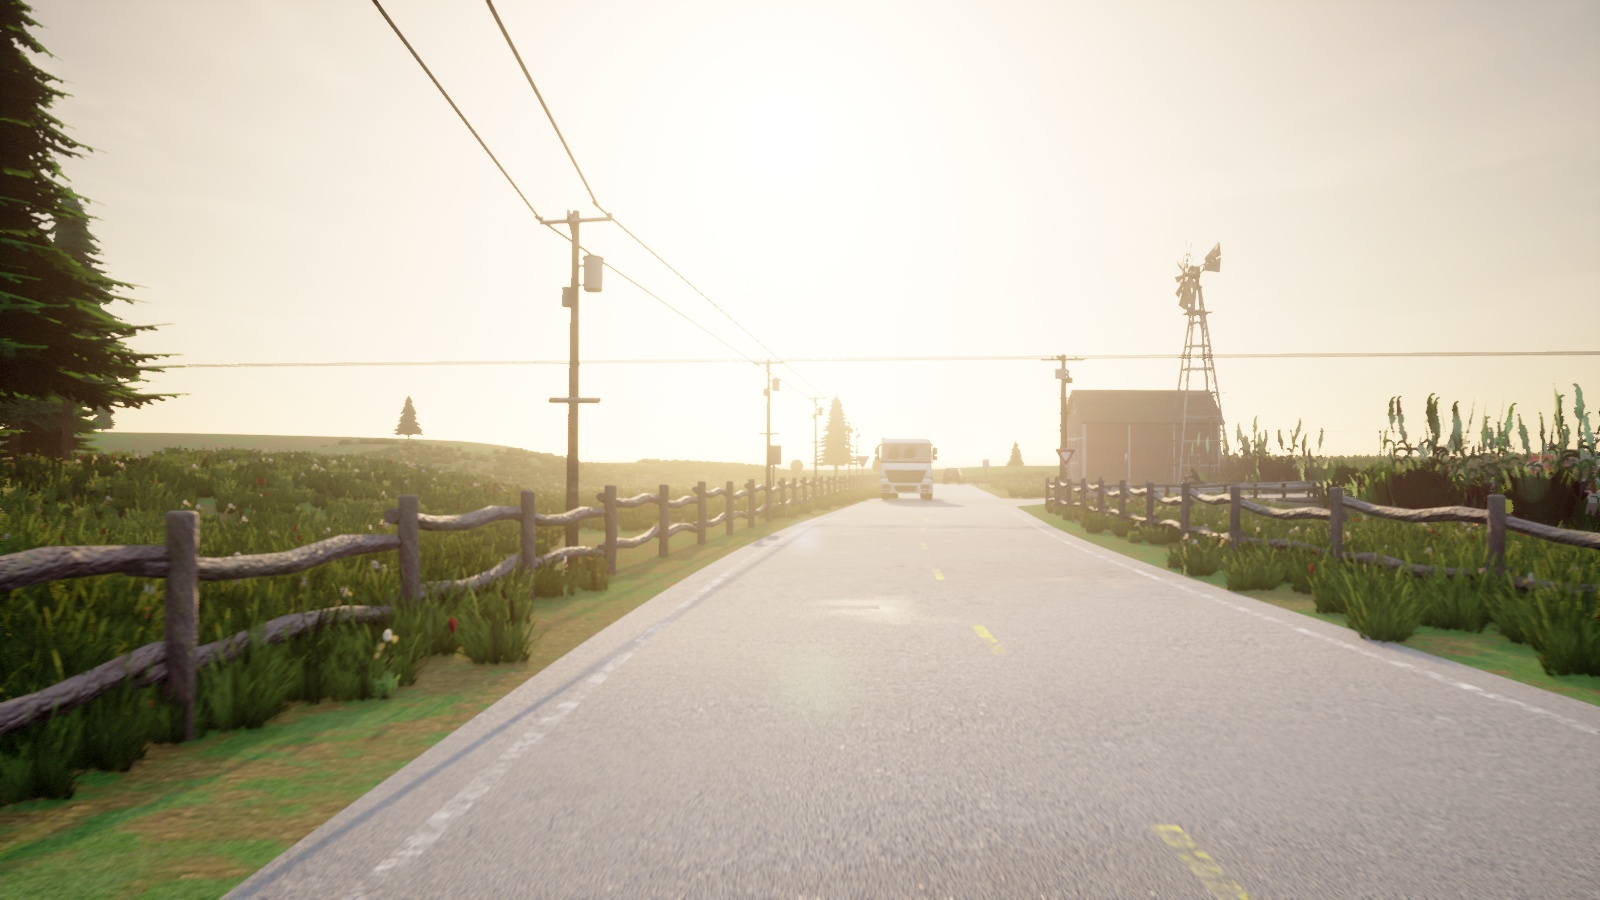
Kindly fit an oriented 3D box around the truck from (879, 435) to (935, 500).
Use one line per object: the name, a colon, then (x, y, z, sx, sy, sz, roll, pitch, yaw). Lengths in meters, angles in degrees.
truck: (6.127, 0.995, 70.908, 2.891, 3.462, 7.936, 0, -1, 7)
